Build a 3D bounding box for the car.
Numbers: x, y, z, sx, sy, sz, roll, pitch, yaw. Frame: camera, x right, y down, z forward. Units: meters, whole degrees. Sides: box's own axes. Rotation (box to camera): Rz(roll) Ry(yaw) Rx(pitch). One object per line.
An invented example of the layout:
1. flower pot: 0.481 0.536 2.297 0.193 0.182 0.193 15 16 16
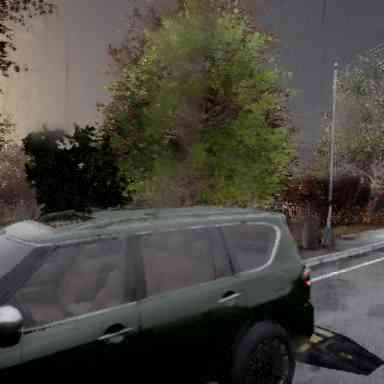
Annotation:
1. car: -1.079 1.227 3.307 5.566 2.045 2.150 -1 0 -36
